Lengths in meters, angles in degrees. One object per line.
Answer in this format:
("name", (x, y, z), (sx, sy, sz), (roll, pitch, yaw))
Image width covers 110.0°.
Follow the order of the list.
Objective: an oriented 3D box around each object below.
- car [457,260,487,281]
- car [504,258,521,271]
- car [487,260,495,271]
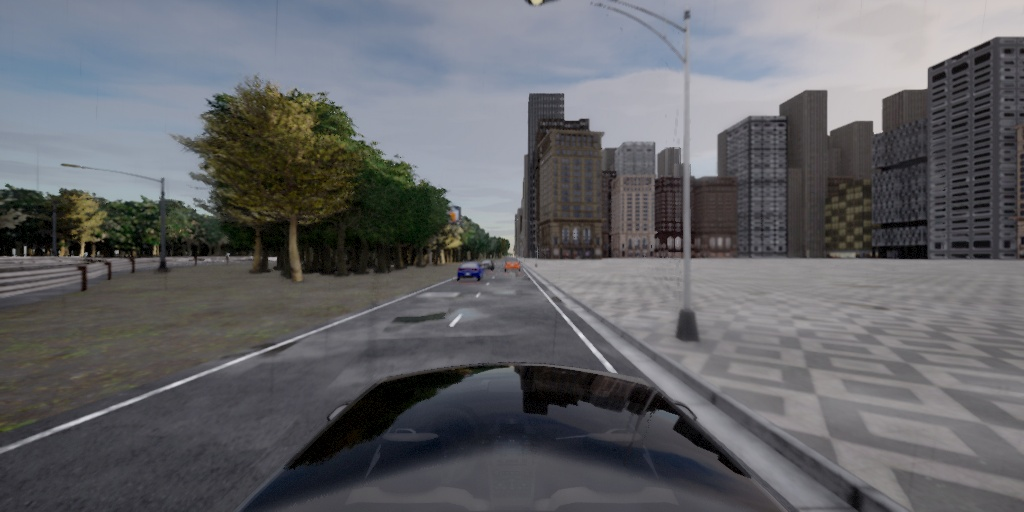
("car", (-3.478, 1.244, 30.765), (1.882, 1.535, 5.008), (0, 0, 0))
("car", (0.078, 1.082, 48.015), (2.097, 1.767, 4.553), (0, 0, 0))
("car", (-3.413, 1.252, 49.930), (1.812, 1.442, 4.674), (0, 0, 0))
